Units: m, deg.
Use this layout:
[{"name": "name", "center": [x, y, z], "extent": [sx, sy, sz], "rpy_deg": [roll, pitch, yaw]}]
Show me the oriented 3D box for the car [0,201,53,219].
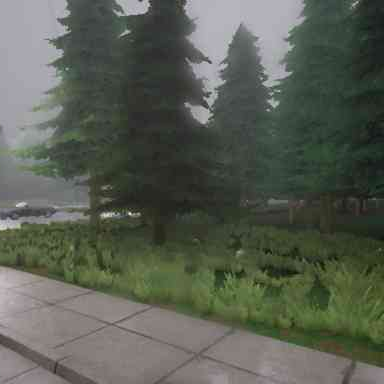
[{"name": "car", "center": [-13.750, 1.499, 27.942], "extent": [1.812, 1.442, 4.674], "rpy_deg": [0, 0, 34]}]
